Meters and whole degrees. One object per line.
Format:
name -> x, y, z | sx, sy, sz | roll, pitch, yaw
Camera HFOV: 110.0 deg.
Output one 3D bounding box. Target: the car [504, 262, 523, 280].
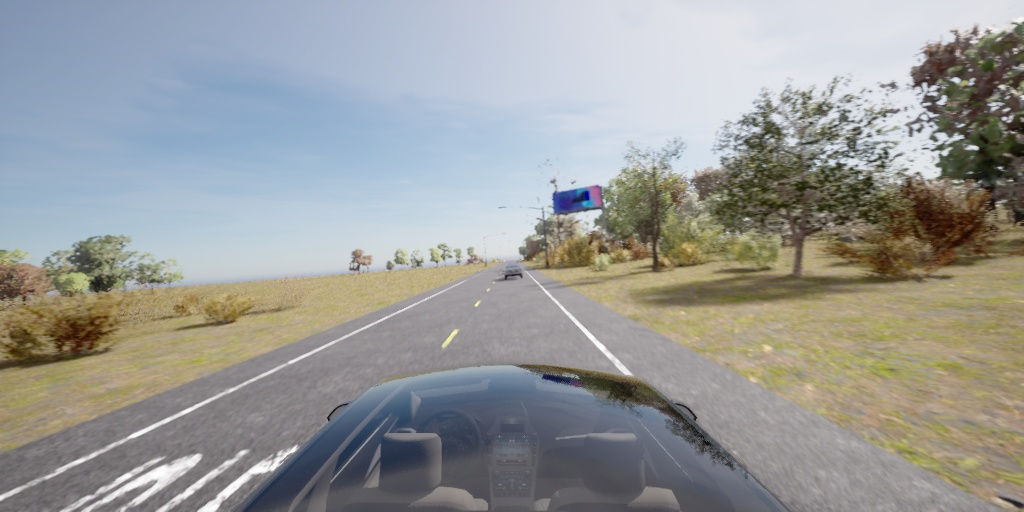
car -> 0.155, 1.537, 36.282 | 2.033, 1.411, 5.357 | -5, 0, 0
